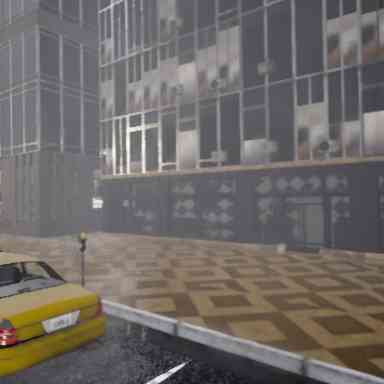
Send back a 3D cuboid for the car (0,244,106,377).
[{"bbox_3d":[-3.454,1.533,5.358,4.829,1.417,1.752,0,-1,36],"label":"car"}]
